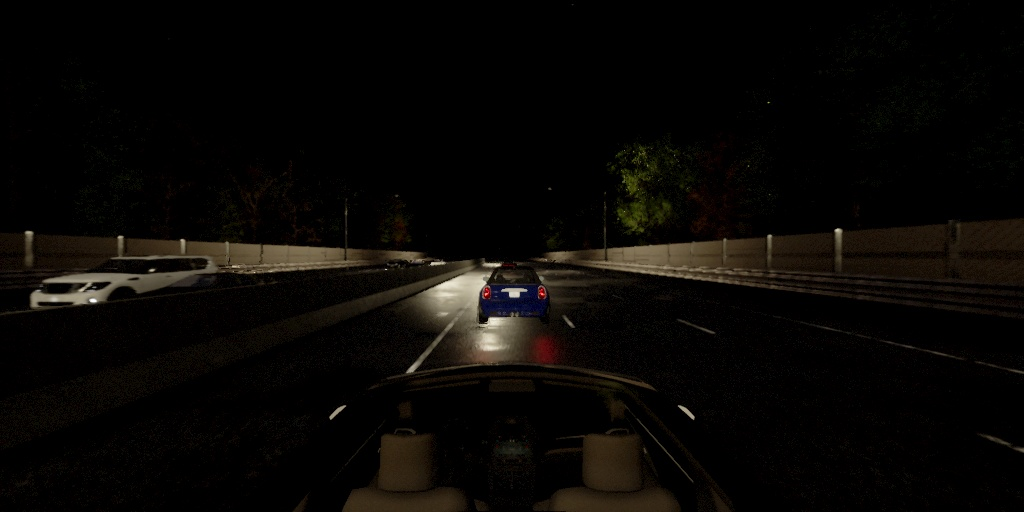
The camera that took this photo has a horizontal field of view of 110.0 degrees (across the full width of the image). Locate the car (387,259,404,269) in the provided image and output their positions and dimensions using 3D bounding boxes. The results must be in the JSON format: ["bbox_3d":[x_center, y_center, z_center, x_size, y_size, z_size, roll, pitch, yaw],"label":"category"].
[{"bbox_3d":[-18.451,1.258,57.400,1.882,1.535,5.008,0,0,-1],"label":"car"}]

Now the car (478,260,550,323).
[{"bbox_3d":[0.056,1.109,12.229,2.097,1.767,4.553,0,0,0],"label":"car"}]

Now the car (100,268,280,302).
[{"bbox_3d":[-10.643,1.306,12.880,2.033,1.411,5.357,0,0,0],"label":"car"}]

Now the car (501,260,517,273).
[{"bbox_3d":[-0.433,1.282,44.332,1.837,1.490,4.892,0,0,-1],"label":"car"}]

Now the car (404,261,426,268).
[{"bbox_3d":[-14.912,1.382,56.197,1.895,1.301,4.718,0,0,-1],"label":"car"}]

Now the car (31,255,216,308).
[{"bbox_3d":[-14.152,0.981,13.831,2.150,2.045,5.566,0,0,0],"label":"car"}]

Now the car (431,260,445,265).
[{"bbox_3d":[-11.405,1.307,55.897,1.812,1.442,4.674,0,0,-1],"label":"car"}]
